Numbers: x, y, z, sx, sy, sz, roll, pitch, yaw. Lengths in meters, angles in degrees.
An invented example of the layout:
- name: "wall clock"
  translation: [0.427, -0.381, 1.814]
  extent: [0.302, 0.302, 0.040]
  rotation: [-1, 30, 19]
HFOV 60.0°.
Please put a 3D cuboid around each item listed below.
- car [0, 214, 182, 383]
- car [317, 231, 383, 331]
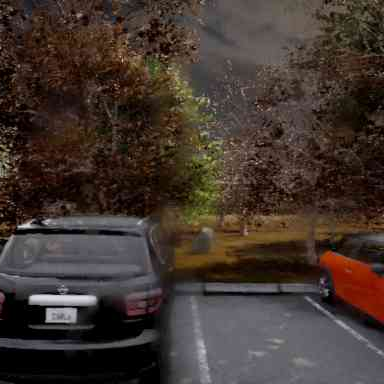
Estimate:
- name: "car"
  translation: [-1.409, 1.419, 5.991]
  extent: [2.435, 2.045, 5.566]
  rotation: [1, -2, -2]
- name: "car"
  translation: [4.164, 1.660, 6.209]
  extent: [2.185, 1.767, 4.553]
  rotation: [1, -2, -2]
